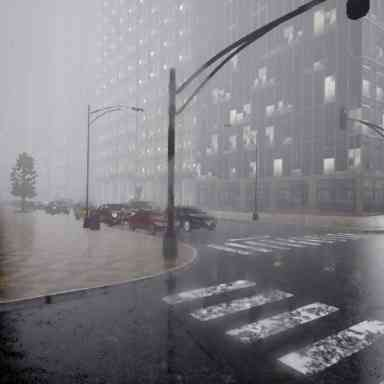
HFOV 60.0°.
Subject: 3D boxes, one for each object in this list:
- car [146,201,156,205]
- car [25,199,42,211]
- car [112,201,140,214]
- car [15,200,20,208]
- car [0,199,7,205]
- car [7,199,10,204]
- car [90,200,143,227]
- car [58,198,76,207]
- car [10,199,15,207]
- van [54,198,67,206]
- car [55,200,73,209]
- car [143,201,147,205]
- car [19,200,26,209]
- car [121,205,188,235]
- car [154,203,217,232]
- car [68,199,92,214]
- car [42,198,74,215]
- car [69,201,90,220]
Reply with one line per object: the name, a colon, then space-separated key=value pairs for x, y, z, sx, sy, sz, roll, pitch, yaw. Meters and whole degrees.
car: x=-6.059 y=1.678 z=34.830 sx=2.097 sy=1.767 sz=4.553 roll=1 pitch=-1 yaw=-35
car: x=-21.865 y=1.960 z=47.276 sx=2.008 sy=1.369 sz=4.403 roll=1 pitch=-1 yaw=-35
car: x=-8.577 y=1.975 z=42.914 sx=1.752 sy=1.417 sz=4.829 roll=1 pitch=-1 yaw=-35
car: x=-28.389 y=2.063 z=56.585 sx=1.887 sy=1.381 sz=4.507 roll=1 pitch=-1 yaw=-35
car: x=-41.436 y=2.288 z=75.202 sx=2.008 sy=1.369 sz=4.403 roll=1 pitch=-1 yaw=-35
car: x=-34.912 y=2.210 z=65.893 sx=1.802 sy=1.307 sz=4.206 roll=1 pitch=-1 yaw=-35
car: x=-5.557 y=1.575 z=24.006 sx=1.967 sy=1.590 sz=4.097 roll=1 pitch=-1 yaw=-35
car: x=-24.787 y=2.037 z=66.049 sx=2.192 sy=1.841 sz=5.009 roll=1 pitch=-1 yaw=-35
car: x=-31.651 y=2.124 z=61.238 sx=2.008 sy=1.369 sz=4.403 roll=1 pitch=-1 yaw=-35
van: x=-28.049 y=2.118 z=70.703 sx=1.690 sy=1.788 sz=3.998 roll=1 pitch=-1 yaw=-35
car: x=-22.495 y=2.128 z=58.278 sx=1.812 sy=1.442 sz=4.674 roll=1 pitch=-1 yaw=-35
car: x=-6.117 y=1.731 z=29.333 sx=1.837 sy=1.490 sz=4.892 roll=1 pitch=-1 yaw=-35
car: x=-25.127 y=2.030 z=51.930 sx=1.947 sy=1.339 sz=4.313 roll=1 pitch=-1 yaw=-35
car: x=-2.296 y=1.663 z=19.350 sx=1.802 sy=1.307 sz=4.206 roll=1 pitch=-1 yaw=-35
car: x=-0.349 y=1.635 z=21.099 sx=1.837 sy=1.490 sz=4.892 roll=1 pitch=-1 yaw=-33
car: x=-12.040 y=1.818 z=37.805 sx=2.128 sy=1.511 sz=4.902 roll=1 pitch=-1 yaw=-35
car: x=-15.342 y=1.740 z=37.969 sx=1.967 sy=1.590 sz=4.097 roll=1 pitch=-1 yaw=-35
car: x=-8.721 y=1.714 z=28.520 sx=1.752 sy=1.417 sz=4.829 roll=1 pitch=-1 yaw=-35
